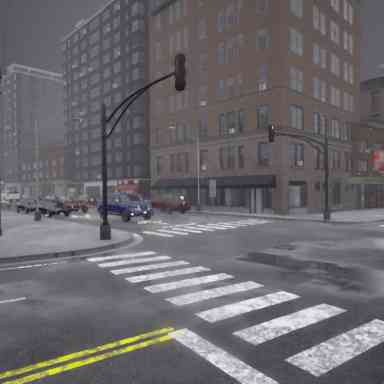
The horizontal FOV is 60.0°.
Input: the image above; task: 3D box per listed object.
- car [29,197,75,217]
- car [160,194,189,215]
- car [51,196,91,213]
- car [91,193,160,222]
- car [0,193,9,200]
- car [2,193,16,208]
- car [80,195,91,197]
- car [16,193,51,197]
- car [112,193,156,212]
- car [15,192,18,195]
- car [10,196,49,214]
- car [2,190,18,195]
[{"bbox_3d":[-12.344,1.417,29.211,1.947,1.339,4.313,0,1,-44],"label":"car"},{"bbox_3d":[-2.391,1.087,31.180,2.192,1.841,5.009,0,1,-44],"label":"car"},{"bbox_3d":[-12.060,1.394,32.872,1.895,1.301,4.718,-1,1,-44],"label":"car"},{"bbox_3d":[-5.297,1.089,25.873,2.150,2.045,5.566,-1,1,-44],"label":"car"},{"bbox_3d":[-40.676,0.884,70.775,1.947,1.339,4.313,0,1,-44],"label":"car"},{"bbox_3d":[-23.708,1.247,40.964,1.752,1.417,4.829,0,1,-44],"label":"car"},{"bbox_3d":[-13.877,1.083,43.059,1.967,1.590,4.097,0,1,-44],"label":"car"},{"bbox_3d":[-19.329,1.215,40.410,1.837,1.490,4.892,-1,1,-44],"label":"car"},{"bbox_3d":[-6.219,1.044,35.139,2.192,1.841,5.009,0,1,-44],"label":"car"},{"bbox_3d":[-29.191,1.043,58.898,1.802,1.307,4.206,0,1,-44],"label":"car"},{"bbox_3d":[-16.172,1.374,33.170,1.947,1.339,4.313,0,1,-44],"label":"car"},{"bbox_3d":[-31.865,0.710,57.953,2.150,2.045,5.566,-1,1,-44],"label":"car"}]
